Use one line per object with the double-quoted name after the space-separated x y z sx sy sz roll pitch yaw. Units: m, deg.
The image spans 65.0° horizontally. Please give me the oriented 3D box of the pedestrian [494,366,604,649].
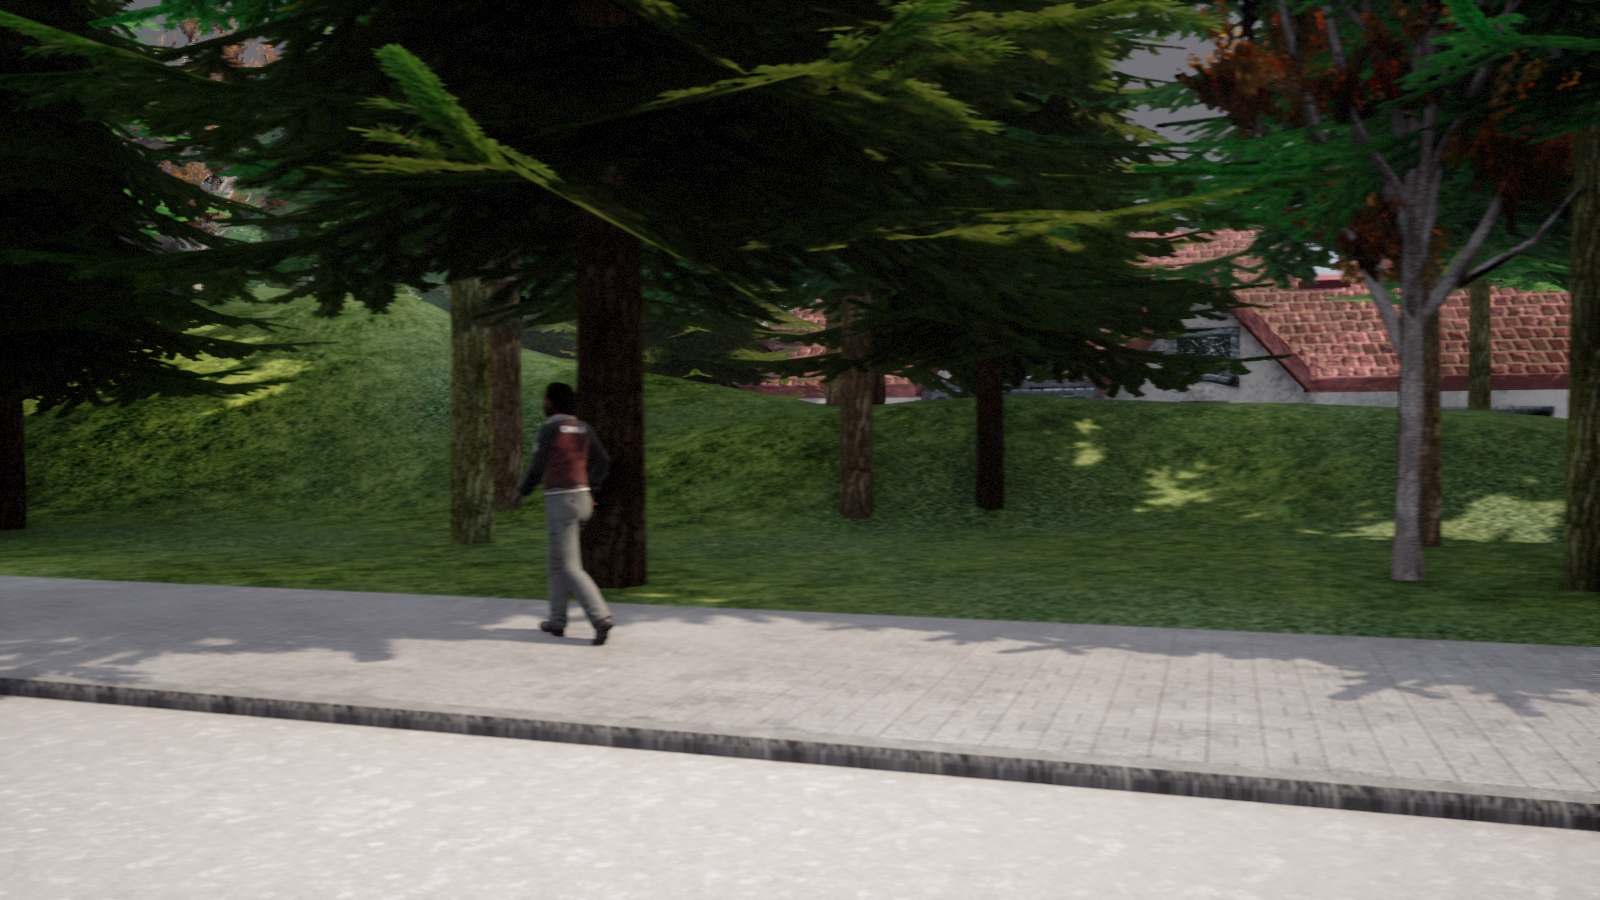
-1.779 0.387 8.910 0.666 1.930 0.402 1 1 31 "pedestrian"
